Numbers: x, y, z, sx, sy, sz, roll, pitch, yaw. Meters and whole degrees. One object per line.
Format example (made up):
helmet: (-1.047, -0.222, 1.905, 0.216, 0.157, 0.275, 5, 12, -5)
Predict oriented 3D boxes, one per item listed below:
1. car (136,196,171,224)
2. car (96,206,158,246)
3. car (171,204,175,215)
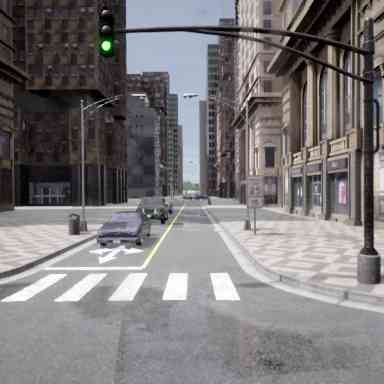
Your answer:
car: (-3.085, 1.368, 26.458, 2.150, 2.045, 5.566, 0, 0, 0)
car: (-3.096, 1.656, 16.239, 2.033, 1.411, 5.357, 0, 0, 0)
car: (-3.060, 1.712, 36.789, 1.812, 1.442, 4.674, 0, 0, 0)
